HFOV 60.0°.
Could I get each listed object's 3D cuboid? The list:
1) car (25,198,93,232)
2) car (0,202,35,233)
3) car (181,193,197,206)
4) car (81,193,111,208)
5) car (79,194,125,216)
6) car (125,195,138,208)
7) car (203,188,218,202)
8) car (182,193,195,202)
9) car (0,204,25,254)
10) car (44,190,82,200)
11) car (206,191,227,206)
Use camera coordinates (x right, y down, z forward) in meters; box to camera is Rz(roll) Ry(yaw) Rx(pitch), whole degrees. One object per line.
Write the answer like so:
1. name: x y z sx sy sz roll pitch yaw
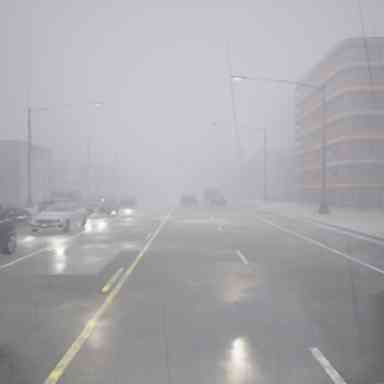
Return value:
1. car: -7.300 1.329 18.716 1.812 1.442 4.674 0 1 -1
2. car: -10.800 1.371 18.769 1.994 1.385 4.181 0 1 -1
3. car: -0.359 0.861 41.517 1.882 1.535 5.008 0 1 -1
4. car: -10.976 0.945 38.463 2.128 1.511 4.902 0 1 0
5. car: -7.400 1.127 27.996 2.128 1.511 4.902 0 1 -1
6. car: -7.476 1.056 38.126 1.895 1.301 4.718 0 1 0
7. car: 2.930 0.443 51.397 2.150 2.045 5.566 0 1 -1
8. car: -0.574 0.824 51.672 1.895 1.301 4.718 0 1 -1
9. car: -7.200 1.281 9.834 2.097 1.767 4.553 0 1 -1
10. car: -10.896 0.860 28.212 2.150 2.045 5.566 0 1 -1
11. car: 3.143 0.944 41.405 1.994 1.385 4.181 0 1 -1
